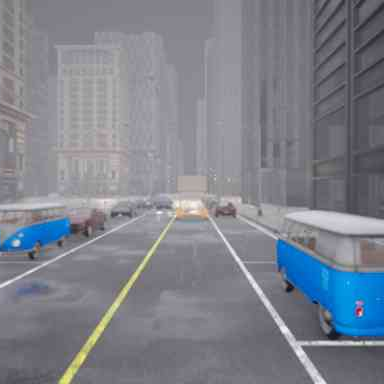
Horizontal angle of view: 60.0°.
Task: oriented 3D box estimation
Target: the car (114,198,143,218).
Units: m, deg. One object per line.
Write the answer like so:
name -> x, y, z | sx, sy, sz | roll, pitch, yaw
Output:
car -> -5.763, 1.472, 28.839 | 1.947, 1.339, 4.313 | 0, 0, 0

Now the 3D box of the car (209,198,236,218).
car -> 2.762, 1.451, 28.841 | 1.887, 1.381, 4.507 | 0, 0, 0

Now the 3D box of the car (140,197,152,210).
car -> -5.763, 1.307, 40.121 | 1.967, 1.590, 4.097 | 0, 0, 0

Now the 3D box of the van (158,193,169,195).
van -> -5.761, 1.121, 62.684 | 1.690, 1.788, 3.998 | 0, 0, 0

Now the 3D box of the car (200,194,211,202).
car -> 2.766, 1.197, 68.326 | 1.967, 1.590, 4.097 | 0, 0, 0

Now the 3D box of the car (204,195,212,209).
car -> 2.763, 1.418, 40.122 | 2.008, 1.369, 4.403 | 0, 0, 0

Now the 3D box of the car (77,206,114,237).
car -> -5.764, 1.487, 17.558 | 1.887, 1.381, 4.507 | 0, 0, 0

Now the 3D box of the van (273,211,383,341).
van -> 2.759, 1.321, 6.278 | 1.690, 1.788, 3.998 | 0, 0, 0

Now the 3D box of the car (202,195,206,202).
car -> 2.764, 1.412, 45.763 | 1.947, 1.339, 4.313 | 0, 0, 0

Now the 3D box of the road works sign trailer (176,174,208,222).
road works sign trailer -> 0.002, 0.381, 25.573 | 2.380, 3.560, 2.880 | 0, 0, 0

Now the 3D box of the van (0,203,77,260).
van -> -5.766, 1.302, 11.917 | 1.690, 1.788, 3.998 | 0, 0, 0

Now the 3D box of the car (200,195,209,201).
car -> 2.766, 1.284, 73.967 | 2.008, 1.369, 4.403 | 0, 0, 0

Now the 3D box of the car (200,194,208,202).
car -> 2.765, 1.328, 57.215 | 1.752, 1.417, 4.829 | 0, 0, 0

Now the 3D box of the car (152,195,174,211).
car -> -3.093, 1.418, 39.006 | 2.033, 1.411, 5.357 | 0, 0, 0

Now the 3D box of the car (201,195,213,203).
car -> 2.765, 1.331, 62.685 | 2.008, 1.369, 4.403 | 0, 0, 0
